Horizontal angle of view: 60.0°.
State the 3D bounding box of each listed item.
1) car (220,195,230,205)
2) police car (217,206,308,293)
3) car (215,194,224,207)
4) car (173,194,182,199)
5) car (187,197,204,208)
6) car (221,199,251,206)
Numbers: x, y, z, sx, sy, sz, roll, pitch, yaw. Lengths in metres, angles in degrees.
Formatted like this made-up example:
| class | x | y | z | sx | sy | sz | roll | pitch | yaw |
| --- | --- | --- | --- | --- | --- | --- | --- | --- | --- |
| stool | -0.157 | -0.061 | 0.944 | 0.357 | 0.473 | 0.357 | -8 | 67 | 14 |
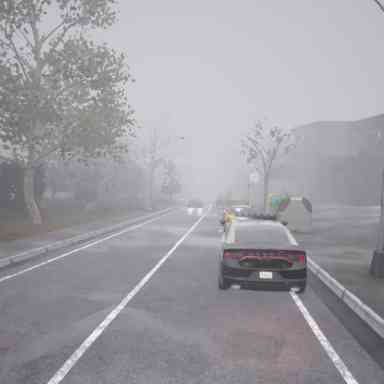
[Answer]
| class | x | y | z | sx | sy | sz | roll | pitch | yaw |
| --- | --- | --- | --- | --- | --- | --- | --- | --- | --- |
| car | 3.385 | 1.278 | 24.929 | 2.097 | 1.767 | 4.553 | 1 | 0 | 6 |
| police car | 1.720 | 1.414 | 9.083 | 1.930 | 1.638 | 5.238 | 1 | 0 | 6 |
| car | 4.481 | 1.165 | 48.083 | 2.097 | 1.767 | 4.553 | 0 | 0 | 3 |
| car | -3.991 | 1.189 | 92.272 | 1.882 | 1.535 | 5.008 | -2 | 0 | -15 |
| car | 0.491 | 1.377 | 43.356 | 1.994 | 1.385 | 4.181 | 0 | 0 | 4 |
| car | 2.778 | 1.405 | 19.154 | 1.801 | 1.575 | 5.366 | 1 | 0 | 6 |
